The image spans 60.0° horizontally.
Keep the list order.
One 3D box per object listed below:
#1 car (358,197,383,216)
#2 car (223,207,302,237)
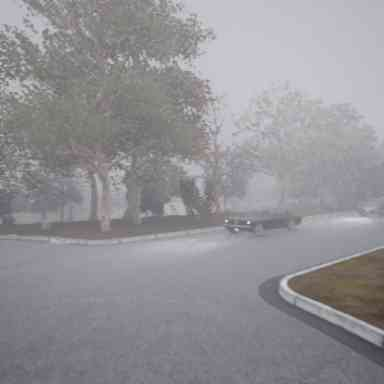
[{"bbox_3d":[15.912,1.200,28.292,4.902,1.511,2.128,-1,0,-41],"label":"car"},{"bbox_3d":[3.852,1.524,17.862,4.718,1.301,1.895,-1,0,-41],"label":"car"}]
